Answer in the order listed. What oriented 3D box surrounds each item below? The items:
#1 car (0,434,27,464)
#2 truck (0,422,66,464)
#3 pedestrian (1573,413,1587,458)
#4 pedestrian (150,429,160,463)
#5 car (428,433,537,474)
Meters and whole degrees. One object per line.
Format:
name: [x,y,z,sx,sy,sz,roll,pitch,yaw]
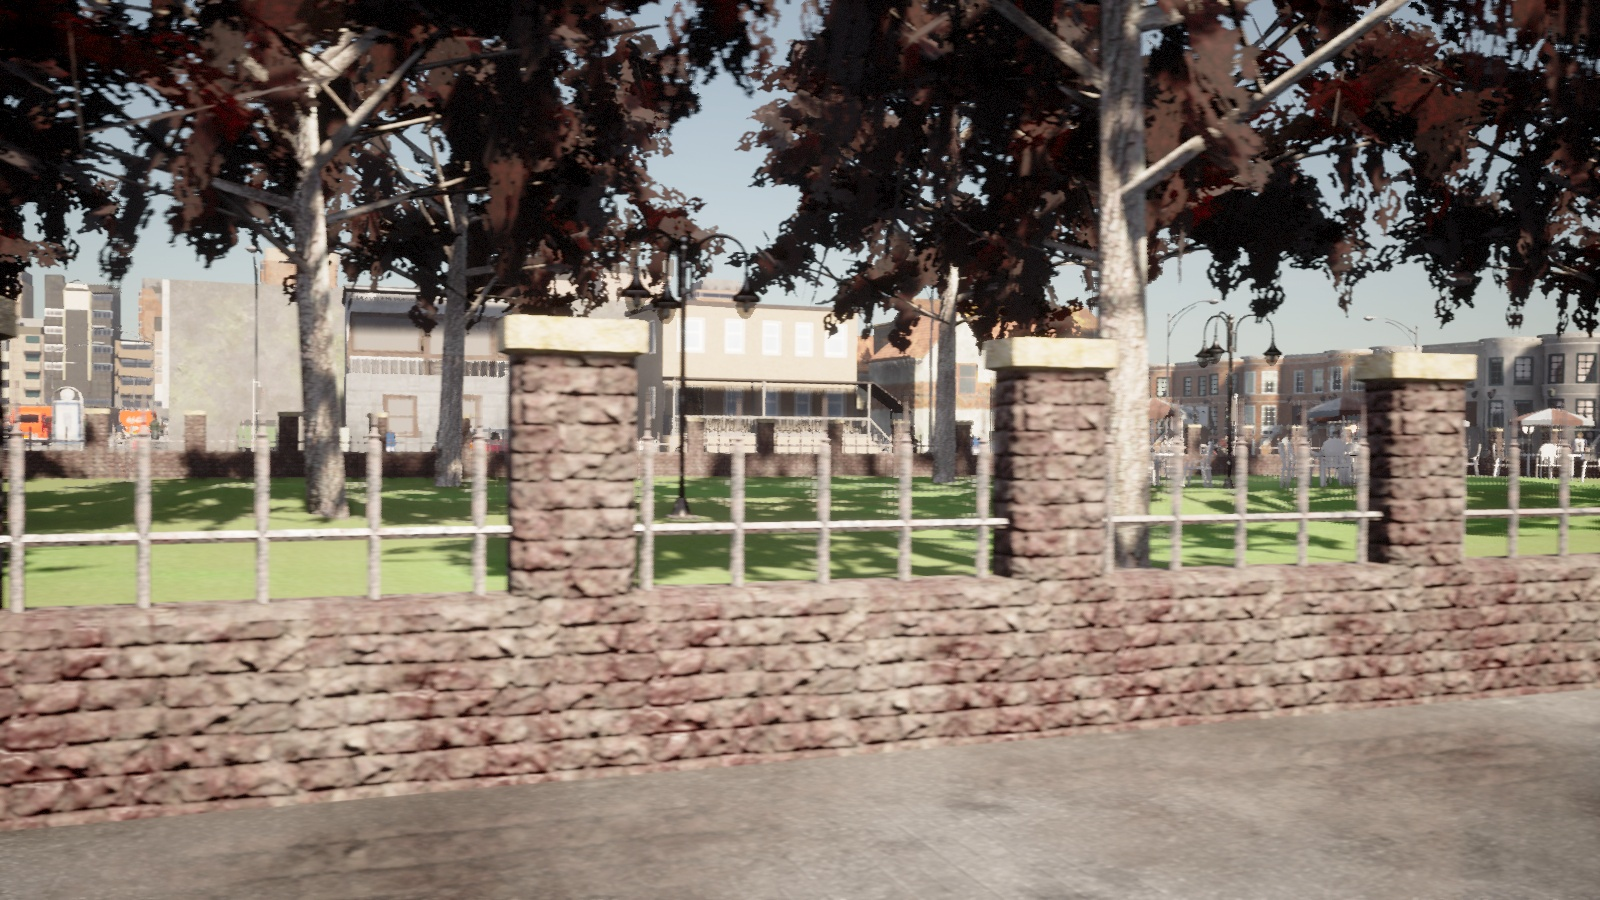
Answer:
car: [-45.183,-0.080,70.434,2.152,1.651,5.027,-1,1,-21]
truck: [-48.851,-0.487,80.138,2.627,2.467,5.204,-1,3,-21]
pedestrian: [32.136,-0.594,51.748,0.354,1.836,0.706,0,1,43]
pedestrian: [-35.133,-0.225,68.389,0.353,1.847,0.614,-1,1,-18]
car: [-12.040,0.119,47.631,3.806,1.475,1.970,-1,1,-20]
